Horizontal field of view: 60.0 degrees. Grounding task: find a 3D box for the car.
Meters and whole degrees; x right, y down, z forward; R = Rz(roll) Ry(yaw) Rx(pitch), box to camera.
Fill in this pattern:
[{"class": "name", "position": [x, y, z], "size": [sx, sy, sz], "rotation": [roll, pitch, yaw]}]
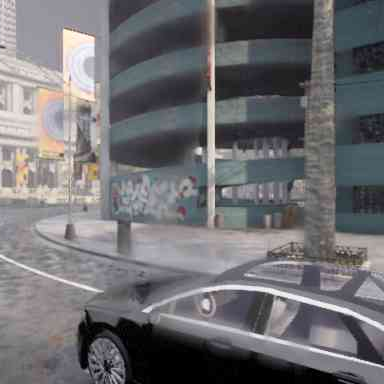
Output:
[{"class": "car", "position": [0.795, 1.495, 3.450], "size": [4.902, 1.511, 2.128], "rotation": [0, 0, 36]}]
